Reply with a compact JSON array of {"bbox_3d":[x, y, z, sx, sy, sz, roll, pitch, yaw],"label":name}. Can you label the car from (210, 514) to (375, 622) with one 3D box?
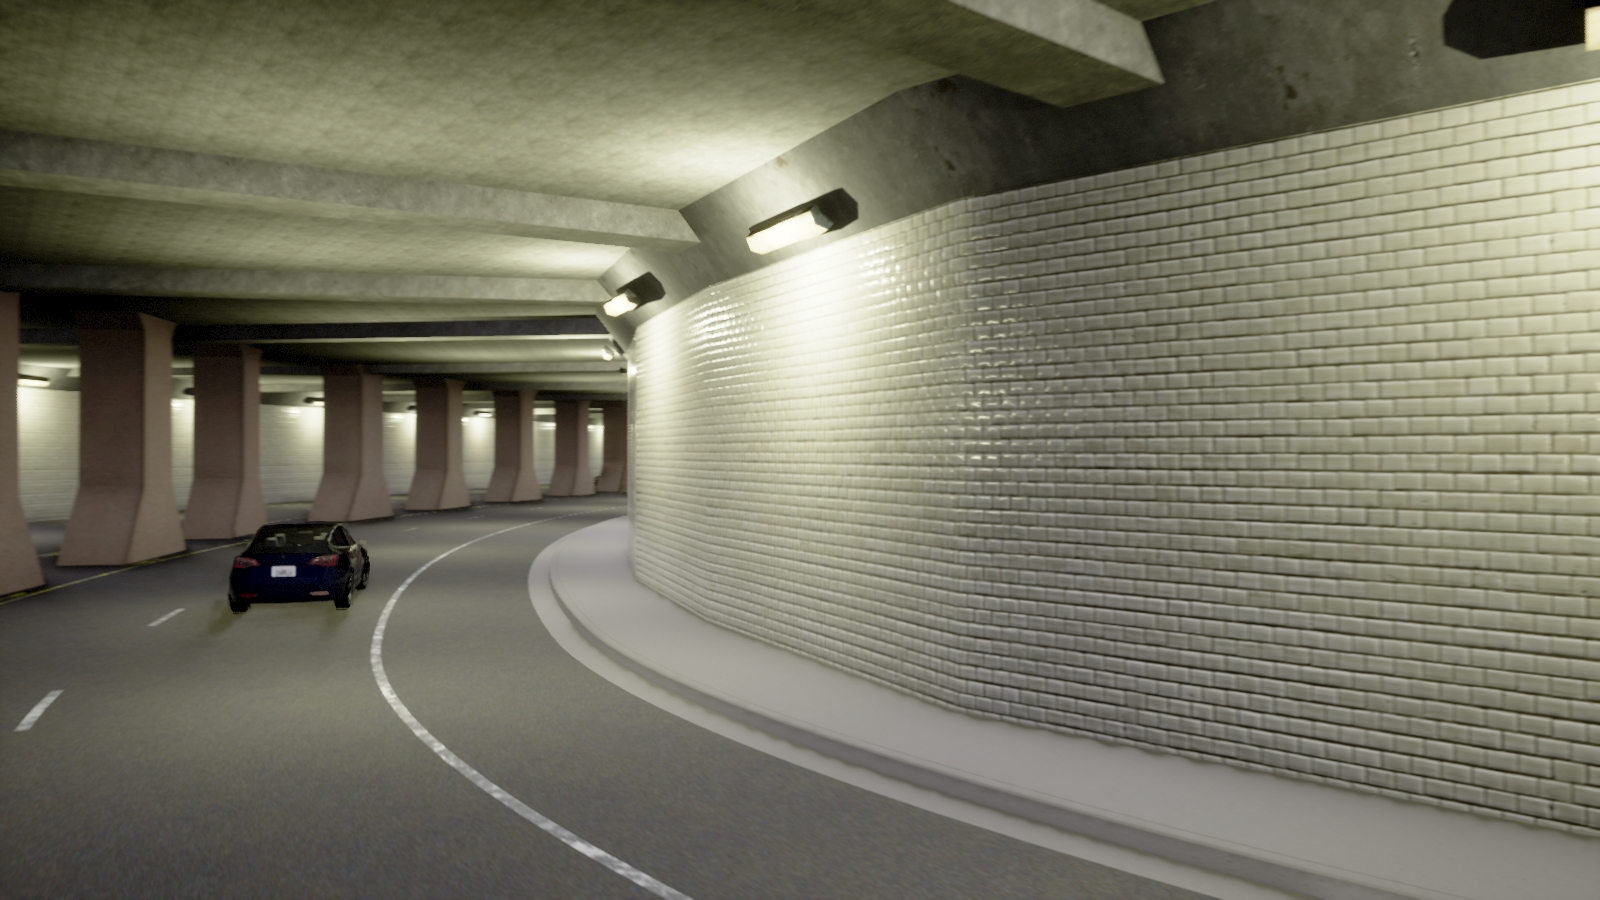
[{"bbox_3d":[-9.306,2.081,21.358,2.163,1.488,4.792,0,0,-16],"label":"car"}]
